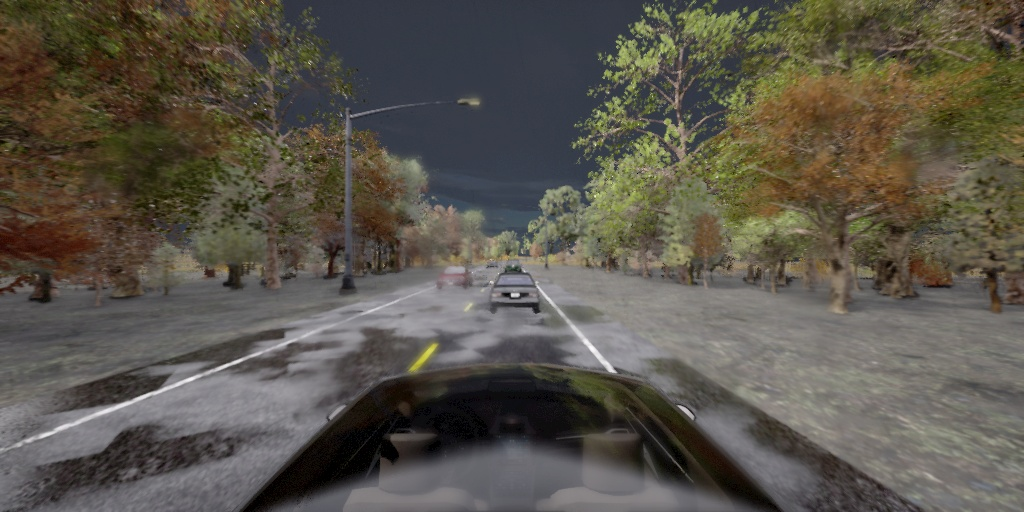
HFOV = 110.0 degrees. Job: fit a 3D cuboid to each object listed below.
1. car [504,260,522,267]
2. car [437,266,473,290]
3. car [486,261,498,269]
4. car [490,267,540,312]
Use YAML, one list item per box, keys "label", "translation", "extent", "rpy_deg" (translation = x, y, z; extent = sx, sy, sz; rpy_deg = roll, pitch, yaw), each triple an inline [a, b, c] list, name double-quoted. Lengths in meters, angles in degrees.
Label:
- label: "car"
  translation: [0.121, 1.266, 45.182]
  extent: [2.097, 1.767, 4.553]
  rpy_deg: [0, 0, 0]
- label: "car"
  translation: [-3.587, 1.360, 23.225]
  extent: [1.812, 1.442, 4.674]
  rpy_deg: [0, 0, 0]
- label: "car"
  translation: [-3.497, 1.540, 64.321]
  extent: [1.994, 1.385, 4.181]
  rpy_deg: [0, 0, 1]
- label: "car"
  translation: [0.108, 1.350, 14.394]
  extent: [2.033, 1.411, 5.357]
  rpy_deg: [0, 0, 0]
